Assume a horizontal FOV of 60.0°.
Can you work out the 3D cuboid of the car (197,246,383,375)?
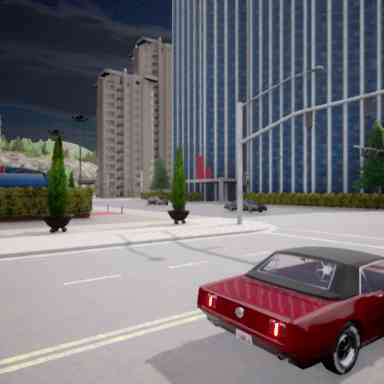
[{"bbox_3d":[2.493,1.597,5.586,4.718,1.301,1.895,0,0,-35],"label":"car"}]

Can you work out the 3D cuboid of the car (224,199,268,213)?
[{"bbox_3d":[5.809,1.529,36.698,2.033,1.411,5.357,0,0,-36],"label":"car"}]

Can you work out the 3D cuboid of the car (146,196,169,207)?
[{"bbox_3d":[-5.426,1.487,52.187,1.837,1.490,4.892,0,0,-36],"label":"car"}]
